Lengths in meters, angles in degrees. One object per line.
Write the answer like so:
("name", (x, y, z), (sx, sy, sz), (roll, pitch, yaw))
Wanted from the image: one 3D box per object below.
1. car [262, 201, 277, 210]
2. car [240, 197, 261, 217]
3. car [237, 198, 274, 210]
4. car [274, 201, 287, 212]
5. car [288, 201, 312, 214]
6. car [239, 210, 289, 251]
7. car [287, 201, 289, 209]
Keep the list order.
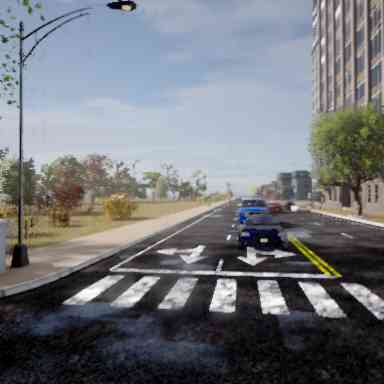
("car", (12.444, 2.183, 53.619), (1.994, 1.385, 4.181), (0, -1, 9))
("car", (6.704, 1.668, 38.219), (2.150, 2.045, 5.566), (0, -1, 9))
("car", (4.745, 1.517, 25.598), (2.150, 2.045, 5.566), (0, -1, 9))
("car", (10.904, 2.023, 43.433), (1.812, 1.442, 4.674), (0, -1, 9))
("car", (14.141, 2.085, 43.269), (1.895, 1.301, 4.718), (0, -1, 9))
("car", (3.115, 1.732, 14.985), (1.994, 1.385, 4.181), (0, -1, 9))
("car", (15.656, 2.127, 53.126), (1.812, 1.442, 4.674), (0, -1, 9))
